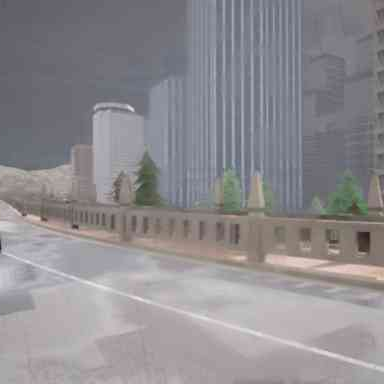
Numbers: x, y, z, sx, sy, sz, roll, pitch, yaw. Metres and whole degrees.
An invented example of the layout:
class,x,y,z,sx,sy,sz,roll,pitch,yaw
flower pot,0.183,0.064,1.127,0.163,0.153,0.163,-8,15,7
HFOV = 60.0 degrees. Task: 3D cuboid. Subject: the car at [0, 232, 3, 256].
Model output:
class,x,y,z,sx,sy,sz,roll,pitch,yaw
car,-7.983,1.496,11.236,4.902,1.511,2.128,0,0,44
